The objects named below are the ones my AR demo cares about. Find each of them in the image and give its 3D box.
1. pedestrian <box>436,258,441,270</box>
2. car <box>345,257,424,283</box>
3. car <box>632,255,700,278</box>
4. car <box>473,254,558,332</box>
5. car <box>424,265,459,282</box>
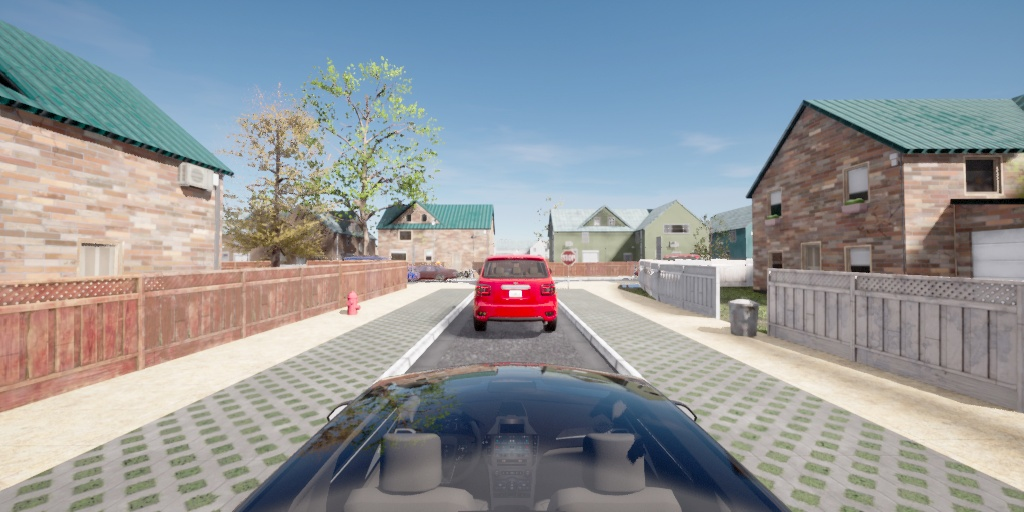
[{"bbox_3d":[-6.731,1.119,32.650,0.375,1.860,0.375,0,-1,1],"label":"pedestrian"},{"bbox_3d":[-9.875,1.083,26.828,5.566,2.045,2.150,-1,-1,1],"label":"car"},{"bbox_3d":[12.806,0.948,29.498,5.566,2.045,2.150,0,-1,1],"label":"car"},{"bbox_3d":[0.091,0.975,11.069,2.150,2.045,5.566,0,0,0],"label":"car"},{"bbox_3d":[-7.107,1.454,29.732,5.357,1.411,2.033,-1,-1,1],"label":"car"}]
